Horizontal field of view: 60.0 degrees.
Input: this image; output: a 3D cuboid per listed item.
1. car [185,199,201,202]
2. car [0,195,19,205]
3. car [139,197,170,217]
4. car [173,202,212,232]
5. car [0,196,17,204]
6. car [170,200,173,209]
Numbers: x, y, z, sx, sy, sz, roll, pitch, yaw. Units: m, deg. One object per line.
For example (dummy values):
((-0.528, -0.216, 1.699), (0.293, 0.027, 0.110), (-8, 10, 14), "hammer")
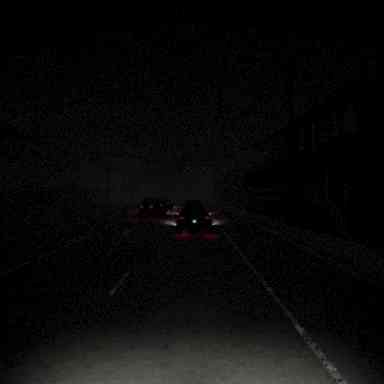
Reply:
((0.096, 1.408, 29.432), (1.837, 1.490, 4.892), (0, 0, 0), "car")
((-30.741, 1.275, 53.265), (2.038, 1.542, 4.974), (0, 0, 29), "car")
((-3.416, 1.252, 29.851), (2.097, 1.767, 4.553), (0, 0, 0), "car")
((0.104, 1.497, 19.447), (1.994, 1.385, 4.181), (0, 0, -1), "car")
((-30.766, 1.117, 53.219), (1.853, 1.218, 4.536), (0, 0, 29), "car")
((-3.423, 1.426, 41.885), (1.994, 1.385, 4.181), (0, 0, 0), "car")
